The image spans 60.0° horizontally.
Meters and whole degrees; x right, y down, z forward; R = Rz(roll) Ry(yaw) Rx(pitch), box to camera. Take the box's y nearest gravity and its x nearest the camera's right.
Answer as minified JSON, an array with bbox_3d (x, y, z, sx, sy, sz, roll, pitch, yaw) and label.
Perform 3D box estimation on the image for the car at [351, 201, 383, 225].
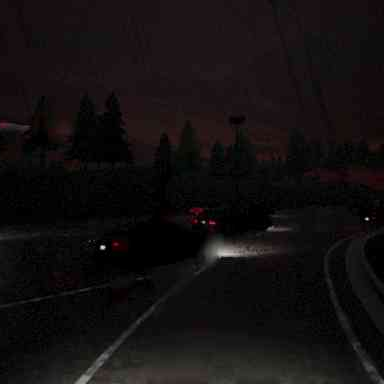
[{"bbox_3d":[14.356,1.672,25.528,4.892,1.490,1.837,0,0,-43],"label":"car"}]

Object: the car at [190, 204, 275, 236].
[{"bbox_3d":[2.451,1.667,19.353,5.357,1.411,2.033,0,0,-43],"label":"car"}]

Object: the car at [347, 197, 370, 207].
[{"bbox_3d":[29.156,1.727,58.116,4.553,1.767,2.097,0,0,-43],"label":"car"}]

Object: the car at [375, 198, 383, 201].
[{"bbox_3d":[23.724,1.745,38.876,4.902,1.511,2.128,0,0,-43],"label":"car"}]

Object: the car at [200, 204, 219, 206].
[{"bbox_3d":[2.095,1.803,33.277,4.718,1.301,1.895,0,0,-43],"label":"car"}]

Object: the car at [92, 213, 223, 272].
[{"bbox_3d":[-1.195,1.632,11.256,4.181,1.385,1.994,0,0,-43],"label":"car"}]

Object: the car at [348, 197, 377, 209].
[{"bbox_3d":[25.159,1.867,49.696,5.357,1.411,2.033,0,0,-43],"label":"car"}]

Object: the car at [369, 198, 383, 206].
[{"bbox_3d":[36.639,1.947,65.116,4.902,1.511,2.128,0,0,-43],"label":"car"}]
